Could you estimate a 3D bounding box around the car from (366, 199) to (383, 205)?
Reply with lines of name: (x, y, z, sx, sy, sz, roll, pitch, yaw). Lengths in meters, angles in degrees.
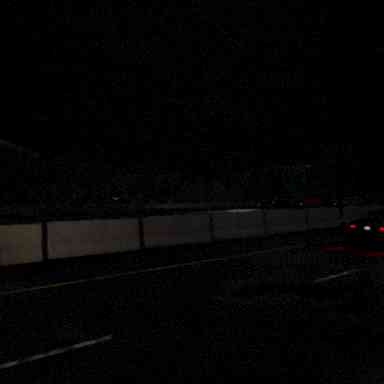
car: (18.914, 1.381, 34.679, 5.357, 1.411, 2.033, 0, 0, -35)

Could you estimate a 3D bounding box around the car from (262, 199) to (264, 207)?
car: (9.970, 1.319, 41.192, 4.902, 1.511, 2.128, 0, 0, -35)

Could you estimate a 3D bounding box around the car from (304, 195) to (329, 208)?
car: (15.035, 1.055, 40.503, 5.566, 2.045, 2.150, 0, 0, -35)

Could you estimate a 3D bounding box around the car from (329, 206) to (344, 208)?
car: (18.456, 1.318, 38.644, 5.008, 1.535, 1.882, 0, 0, -35)

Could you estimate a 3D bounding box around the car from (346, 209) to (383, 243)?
car: (8.829, 1.439, 14.344, 5.357, 1.411, 2.033, -1, 0, -36)
